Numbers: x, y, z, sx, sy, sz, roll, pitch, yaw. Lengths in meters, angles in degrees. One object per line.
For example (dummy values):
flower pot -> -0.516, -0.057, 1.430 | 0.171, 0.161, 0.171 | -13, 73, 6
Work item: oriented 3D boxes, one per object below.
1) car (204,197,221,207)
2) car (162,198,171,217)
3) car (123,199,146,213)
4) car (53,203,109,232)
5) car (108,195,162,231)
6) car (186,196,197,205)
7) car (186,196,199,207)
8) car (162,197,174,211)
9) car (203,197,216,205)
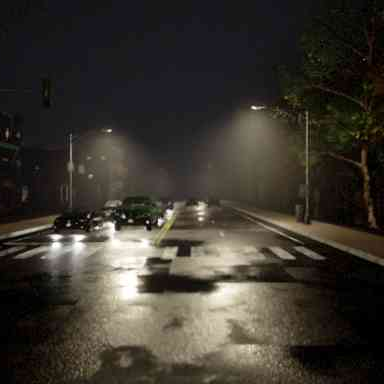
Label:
car -> 3.281, 1.513, 50.474 | 2.128, 1.511, 4.902 | 0, 0, 0
car -> -3.392, 1.561, 31.412 | 2.033, 1.411, 5.357 | 0, 0, 0
car -> -6.642, 1.542, 38.652 | 1.812, 1.442, 4.674 | 0, 0, 0
car -> -6.627, 1.573, 19.825 | 1.994, 1.385, 4.181 | 0, 0, 0
car -> -3.380, 1.231, 21.025 | 2.150, 2.045, 5.566 | 0, 0, 0
car -> -0.086, 1.516, 61.880 | 2.128, 1.511, 4.902 | 0, 0, 0
car -> 0.029, 1.547, 51.798 | 1.812, 1.442, 4.674 | 0, 0, 0
car -> -3.382, 1.371, 41.431 | 2.097, 1.767, 4.553 | 0, 0, 0
car -> 3.164, 1.571, 60.659 | 2.033, 1.411, 5.357 | 0, 0, 0
